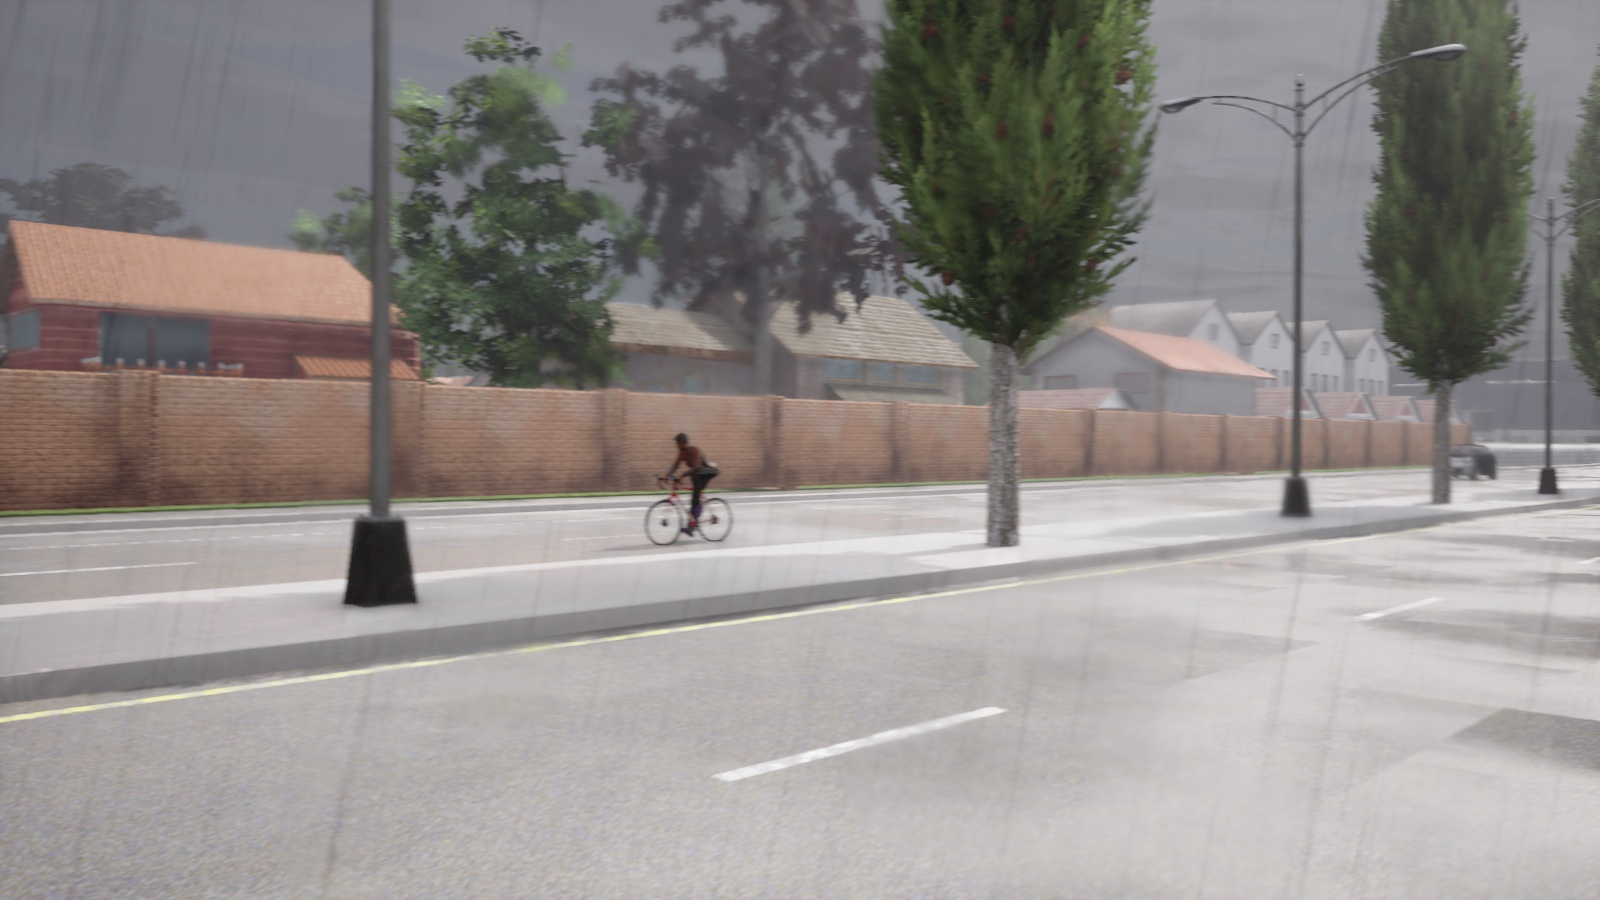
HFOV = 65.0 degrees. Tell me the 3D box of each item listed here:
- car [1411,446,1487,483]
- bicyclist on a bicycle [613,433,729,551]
[{"bbox_3d":[27.572,0.576,53.312,1.845,1.501,3.633,1,1,44],"label":"car"},{"bbox_3d":[-1.835,0.568,18.014,0.582,1.620,1.656,1,1,44],"label":"bicyclist on a bicycle"}]
